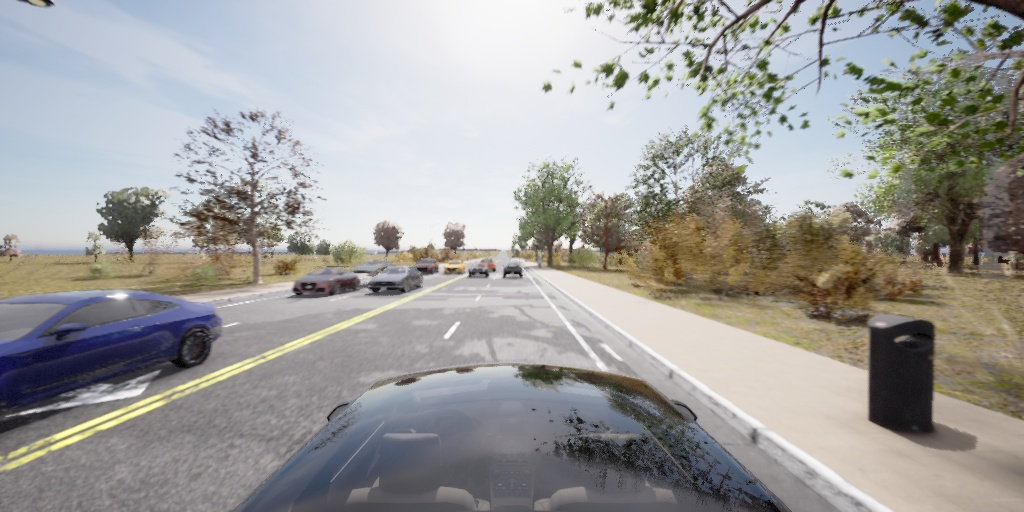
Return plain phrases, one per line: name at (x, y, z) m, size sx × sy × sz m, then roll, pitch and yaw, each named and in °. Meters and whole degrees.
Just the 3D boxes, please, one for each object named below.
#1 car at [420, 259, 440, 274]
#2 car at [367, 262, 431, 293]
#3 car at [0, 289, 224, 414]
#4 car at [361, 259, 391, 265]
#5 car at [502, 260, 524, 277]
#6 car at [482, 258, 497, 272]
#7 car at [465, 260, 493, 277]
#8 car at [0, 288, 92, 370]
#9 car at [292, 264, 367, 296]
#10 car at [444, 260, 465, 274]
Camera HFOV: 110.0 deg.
car at (-9.672, 1.093, 40.845) m, size 2.097 × 1.767 × 4.553 m, roll 0°, pitch 0°, yaw 0°
car at (-6.556, 1.294, 20.979) m, size 2.033 × 1.411 × 5.357 m, roll 0°, pitch 0°, yaw 0°
car at (-6.592, 1.266, 5.189) m, size 1.812 × 1.442 × 4.674 m, roll 0°, pitch 0°, yaw 0°
car at (-9.704, 0.898, 25.661) m, size 2.033 × 1.411 × 5.357 m, roll 0°, pitch 0°, yaw 0°
car at (0.065, 1.264, 35.034) m, size 1.837 × 1.490 × 4.892 m, roll 0°, pitch 0°, yaw 0°
car at (-3.149, 1.101, 46.705) m, size 2.097 × 1.767 × 4.553 m, roll 0°, pitch 0°, yaw 0°
car at (-3.184, 1.354, 35.436) m, size 1.895 × 1.301 × 4.718 m, roll 0°, pitch 0°, yaw 0°
car at (-9.844, 1.336, 5.228) m, size 1.895 × 1.301 × 4.718 m, roll 0°, pitch 0°, yaw 0°
car at (-9.811, 1.305, 19.292) m, size 1.994 × 1.385 × 4.181 m, roll 0°, pitch 0°, yaw 0°
car at (-6.426, 1.228, 40.586) m, size 1.882 × 1.535 × 5.008 m, roll 0°, pitch 0°, yaw 0°
